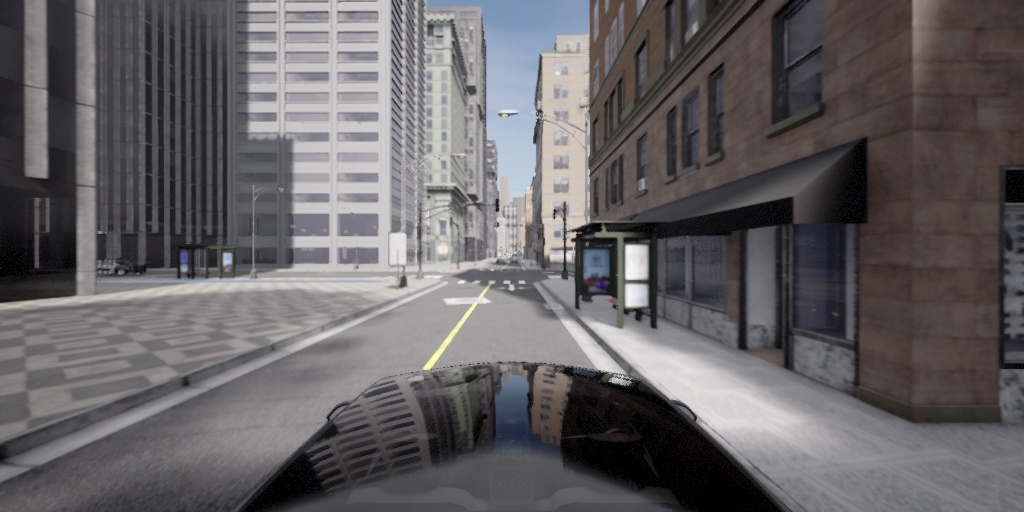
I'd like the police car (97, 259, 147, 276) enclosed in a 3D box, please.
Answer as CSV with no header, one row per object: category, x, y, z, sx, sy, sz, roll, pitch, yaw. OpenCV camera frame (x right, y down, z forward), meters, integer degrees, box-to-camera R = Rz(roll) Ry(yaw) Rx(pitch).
police car,-39.608,1.129,35.892,5.238,1.638,1.930,0,0,0

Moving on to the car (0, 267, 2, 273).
car,-48.546,1.322,32.686,4.718,1.301,1.895,0,0,1
